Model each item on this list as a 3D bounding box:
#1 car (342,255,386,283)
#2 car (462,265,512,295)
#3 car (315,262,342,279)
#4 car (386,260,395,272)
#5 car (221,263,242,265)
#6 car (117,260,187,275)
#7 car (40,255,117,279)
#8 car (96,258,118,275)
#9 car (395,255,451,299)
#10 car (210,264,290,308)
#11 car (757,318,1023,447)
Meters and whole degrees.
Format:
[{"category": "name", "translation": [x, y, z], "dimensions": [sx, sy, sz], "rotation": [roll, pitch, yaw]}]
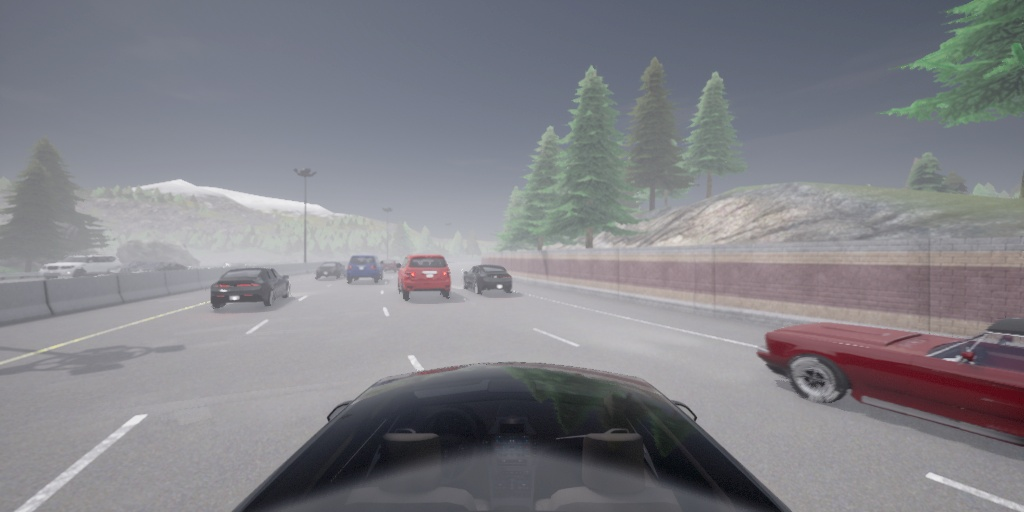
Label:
[{"category": "car", "translation": [-11.289, 0.951, 27.767], "dimensions": [2.150, 2.045, 5.566], "rotation": [0, 0, -15]}, {"category": "car", "translation": [-1.470, 1.242, 20.040], "dimensions": [1.837, 1.490, 4.892], "rotation": [0, 0, -21]}, {"category": "car", "translation": [-15.989, 1.250, 31.932], "dimensions": [1.812, 1.442, 4.674], "rotation": [0, 0, -14]}, {"category": "car", "translation": [-14.644, 1.195, 43.186], "dimensions": [1.882, 1.535, 5.008], "rotation": [0, 0, -9]}, {"category": "car", "translation": [-27.567, 1.319, 34.909], "dimensions": [1.895, 1.301, 4.718], "rotation": [0, 0, -11]}, {"category": "car", "translation": [-30.255, 1.213, 30.733], "dimensions": [2.128, 1.511, 4.902], "rotation": [0, 0, -12]}, {"category": "car", "translation": [-37.598, 0.940, 31.553], "dimensions": [2.150, 2.045, 5.566], "rotation": [0, 0, -12]}, {"category": "car", "translation": [-34.281, 1.209, 32.820], "dimensions": [2.128, 1.511, 4.902], "rotation": [0, 0, -12]}, {"category": "car", "translation": [-4.546, 0.959, 18.185], "dimensions": [2.150, 2.045, 5.566], "rotation": [0, 0, -20]}, {"category": "car", "translation": [-10.848, 1.243, 15.160], "dimensions": [1.837, 1.490, 4.892], "rotation": [0, 0, -21]}, {"category": "car", "translation": [5.609, 1.351, 3.934], "dimensions": [1.895, 1.301, 4.718], "rotation": [0, 0, -28]}]
